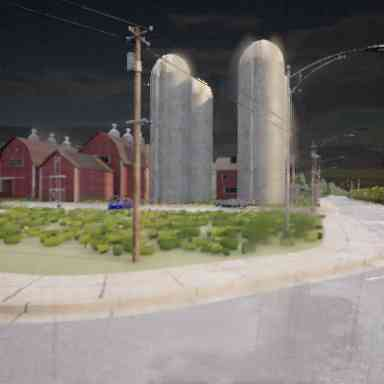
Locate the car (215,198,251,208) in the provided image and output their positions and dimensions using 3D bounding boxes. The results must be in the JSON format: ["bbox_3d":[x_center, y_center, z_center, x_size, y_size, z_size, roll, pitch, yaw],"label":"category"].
[{"bbox_3d":[5.646,1.631,46.241,4.902,1.511,2.128,0,0,20],"label":"car"}]

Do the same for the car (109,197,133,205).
[{"bbox_3d":[-8.836,1.525,43.176,2.242,1.667,4.611,0,0,21],"label":"car"}]
